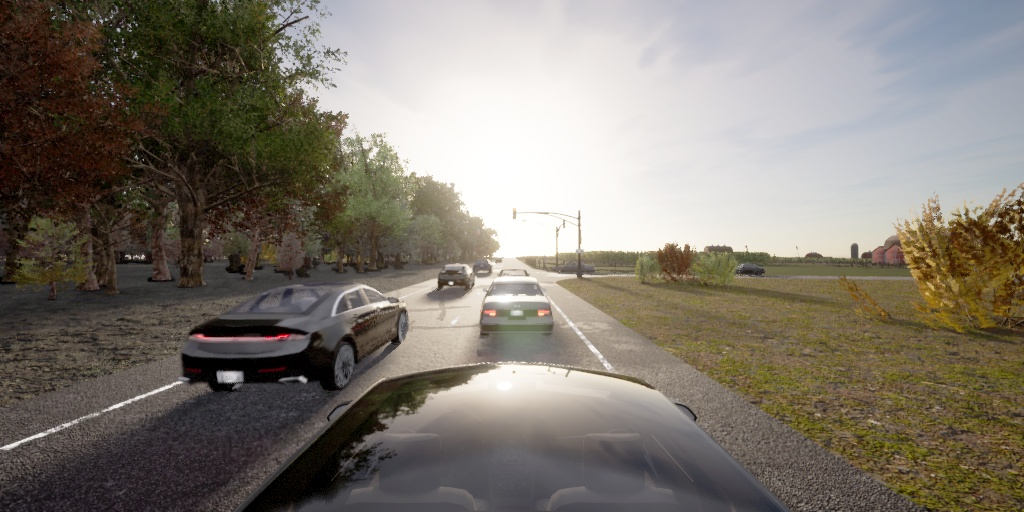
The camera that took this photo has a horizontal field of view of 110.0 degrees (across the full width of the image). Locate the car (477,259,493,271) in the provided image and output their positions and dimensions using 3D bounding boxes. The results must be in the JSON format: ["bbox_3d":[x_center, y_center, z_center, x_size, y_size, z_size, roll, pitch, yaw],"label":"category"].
[{"bbox_3d":[-3.439,1.108,43.097,2.097,1.767,4.553,0,0,0],"label":"car"}]

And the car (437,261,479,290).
[{"bbox_3d":[-3.421,1.260,22.538,1.837,1.490,4.892,0,0,0],"label":"car"}]

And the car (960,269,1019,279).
[{"bbox_3d":[51.384,1.910,38.888,4.718,1.301,1.895,1,-1,1],"label":"car"}]

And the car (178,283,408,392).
[{"bbox_3d":[-3.405,1.242,6.744,2.128,1.511,4.902,0,0,0],"label":"car"}]

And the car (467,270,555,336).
[{"bbox_3d":[0.087,1.300,10.384,2.033,1.411,5.357,0,0,0],"label":"car"}]

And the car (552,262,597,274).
[{"bbox_3d":[7.640,1.461,44.071,5.357,1.411,2.033,0,-1,20],"label":"car"}]

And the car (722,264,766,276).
[{"bbox_3d":[27.490,1.634,42.608,4.674,1.442,1.812,1,-1,0],"label":"car"}]

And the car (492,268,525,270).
[{"bbox_3d":[0.081,1.355,20.034,1.895,1.301,4.718,0,0,0],"label":"car"}]
